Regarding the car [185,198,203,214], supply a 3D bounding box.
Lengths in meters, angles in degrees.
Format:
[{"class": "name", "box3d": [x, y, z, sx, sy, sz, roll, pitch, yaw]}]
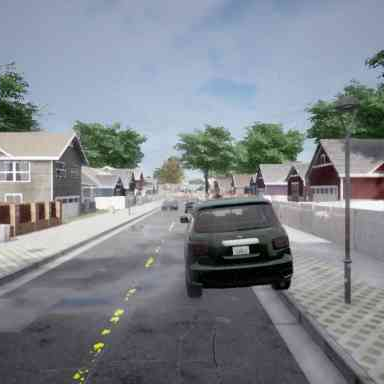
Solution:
[{"class": "car", "box3d": [0.189, 1.461, 36.234, 1.837, 1.490, 4.892, 0, 0, 0]}]

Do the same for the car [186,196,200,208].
[{"class": "car", "box3d": [0.182, 1.416, 46.601, 1.882, 1.535, 5.008, 0, 0, 1]}]

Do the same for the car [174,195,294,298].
[{"class": "car", "box3d": [0.902, 1.143, 8.673, 2.150, 2.045, 5.566, -5, 0, 0]}]

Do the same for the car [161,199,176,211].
[{"class": "car", "box3d": [-2.618, 1.497, 40.060, 2.033, 1.411, 5.357, 0, 0, 0]}]
